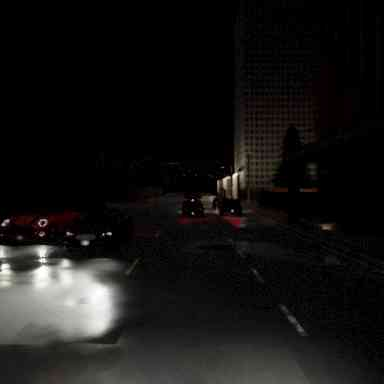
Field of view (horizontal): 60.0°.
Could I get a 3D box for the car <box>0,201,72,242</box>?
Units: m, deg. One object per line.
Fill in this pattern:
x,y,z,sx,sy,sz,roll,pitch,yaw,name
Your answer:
-7.042,1.280,15.868,2.097,1.767,4.553,0,0,0,car

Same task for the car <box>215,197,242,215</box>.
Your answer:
3.558,1.366,31.541,1.837,1.490,4.892,0,1,0,car

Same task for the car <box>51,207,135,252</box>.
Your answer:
-3.559,1.432,13.578,2.128,1.511,4.902,0,0,0,car

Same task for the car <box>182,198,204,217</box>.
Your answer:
0.080,1.468,29.876,1.895,1.301,4.718,0,0,0,car

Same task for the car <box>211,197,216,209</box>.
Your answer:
3.527,1.338,42.061,1.812,1.442,4.674,0,0,0,car

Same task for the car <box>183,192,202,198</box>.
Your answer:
0.071,1.044,40.346,2.150,2.045,5.566,0,1,0,car
